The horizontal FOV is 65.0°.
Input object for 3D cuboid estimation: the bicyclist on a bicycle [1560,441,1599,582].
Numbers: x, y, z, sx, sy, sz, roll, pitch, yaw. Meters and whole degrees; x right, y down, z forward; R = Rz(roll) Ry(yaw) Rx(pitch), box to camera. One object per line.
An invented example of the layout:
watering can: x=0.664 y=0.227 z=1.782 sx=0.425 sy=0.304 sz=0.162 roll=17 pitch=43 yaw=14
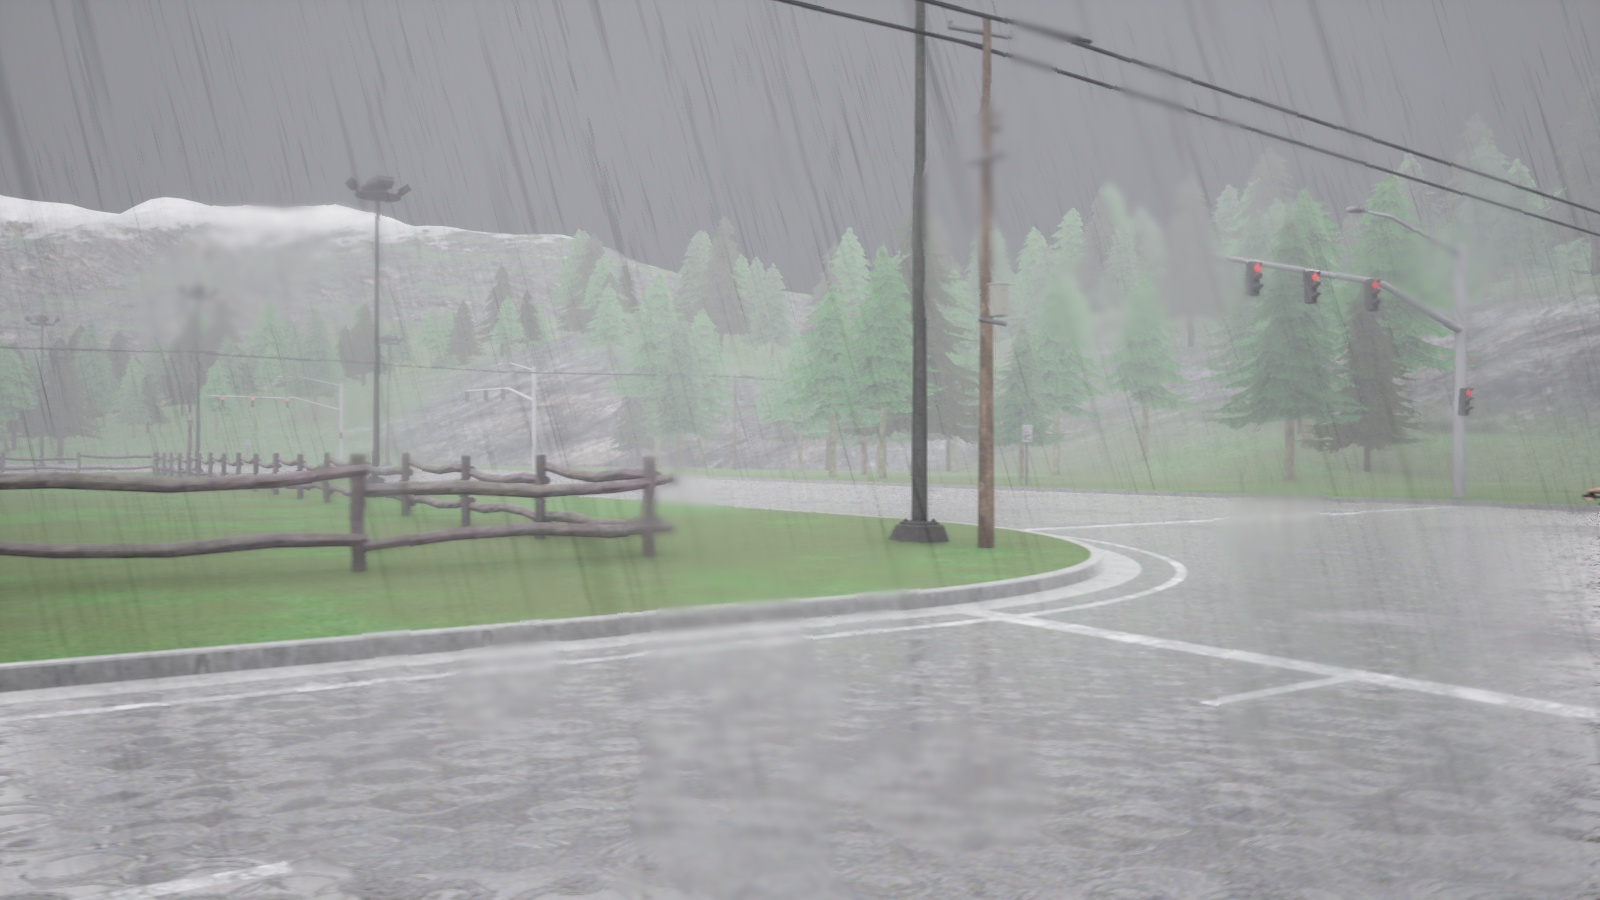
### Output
bicyclist on a bicycle: x=9.684 y=0.697 z=14.711 sx=0.866 sy=1.612 sz=1.509 roll=-2 pitch=-1 yaw=14
